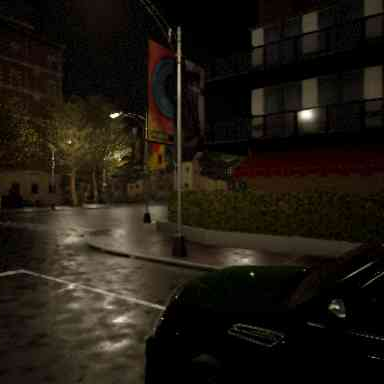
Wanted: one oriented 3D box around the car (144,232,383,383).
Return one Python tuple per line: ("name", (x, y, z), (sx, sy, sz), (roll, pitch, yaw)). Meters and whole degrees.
("car", (2.181, 1.222, 2.438), (5.566, 2.045, 2.150), (0, 0, 35))
